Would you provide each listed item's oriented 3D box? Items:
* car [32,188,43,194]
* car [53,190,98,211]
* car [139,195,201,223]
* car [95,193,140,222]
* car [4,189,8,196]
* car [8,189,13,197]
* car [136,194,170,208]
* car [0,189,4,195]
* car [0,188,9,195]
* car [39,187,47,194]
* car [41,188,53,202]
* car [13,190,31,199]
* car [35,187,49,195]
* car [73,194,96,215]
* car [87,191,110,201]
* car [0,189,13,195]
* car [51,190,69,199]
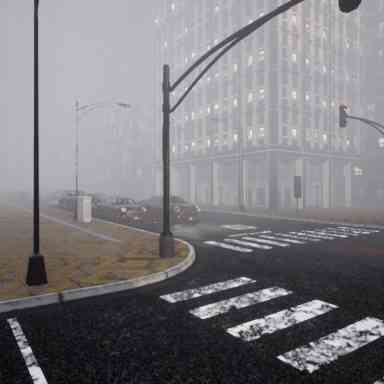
[{"bbox_3d":[-39.990,-0.214,86.121,1.947,1.339,4.313,1,0,-36],"label":"car"},{"bbox_3d":[-11.075,0.728,31.306,2.192,1.841,5.009,1,0,-36],"label":"car"},{"bbox_3d":[-1.351,1.014,22.133,2.097,1.767,4.553,0,1,-36],"label":"car"},{"bbox_3d":[-4.592,1.068,22.239,1.967,1.590,4.097,1,0,-36],"label":"car"},{"bbox_3d":[-33.784,0.207,63.041,1.887,1.381,4.507,1,0,-36],"label":"car"},{"bbox_3d":[-30.540,0.320,58.508,2.008,1.369,4.403,1,0,-36],"label":"car"},{"bbox_3d":[-4.303,0.981,36.233,1.802,1.307,4.206,1,0,-36],"label":"car"},{"bbox_3d":[-37.027,0.106,67.575,2.008,1.369,4.403,1,0,-36],"label":"car"},{"bbox_3d":[-43.513,-0.113,76.642,1.887,1.381,4.507,1,0,-36],"label":"car"},{"bbox_3d":[-33.501,-0.021,77.050,1.887,1.381,4.507,1,0,-36],"label":"car"},{"bbox_3d":[-19.905,0.593,48.224,2.033,1.411,5.357,0,1,-35],"label":"car"},{"bbox_3d":[-27.297,0.421,53.974,1.887,1.381,4.507,1,0,-36],"label":"car"},{"bbox_3d":[-36.740,-0.358,81.584,2.192,1.841,5.009,1,0,-36],"label":"car"},{"bbox_3d":[-7.839,1.103,26.773,1.802,1.307,4.206,1,0,-36],"label":"car"},{"bbox_3d":[-14.036,0.643,49.839,1.947,1.339,4.313,1,0,-36],"label":"car"},{"bbox_3d":[-40.271,0.015,72.108,1.947,1.339,4.313,1,0,-36],"label":"car"},{"bbox_3d":[-23.089,0.377,58.018,1.812,1.442,4.674,0,1,-36],"label":"car"}]
